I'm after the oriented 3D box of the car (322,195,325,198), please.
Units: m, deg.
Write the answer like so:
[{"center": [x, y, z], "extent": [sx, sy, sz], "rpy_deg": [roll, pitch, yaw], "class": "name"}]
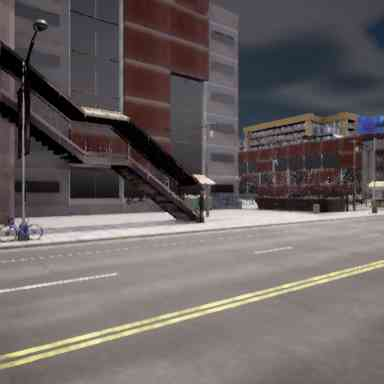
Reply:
[{"center": [29.823, 1.403, 76.670], "extent": [3.806, 1.475, 1.970], "rpy_deg": [0, 0, -36], "class": "car"}]
